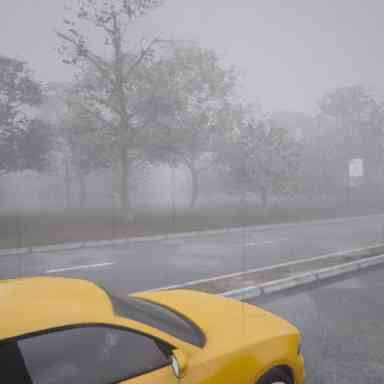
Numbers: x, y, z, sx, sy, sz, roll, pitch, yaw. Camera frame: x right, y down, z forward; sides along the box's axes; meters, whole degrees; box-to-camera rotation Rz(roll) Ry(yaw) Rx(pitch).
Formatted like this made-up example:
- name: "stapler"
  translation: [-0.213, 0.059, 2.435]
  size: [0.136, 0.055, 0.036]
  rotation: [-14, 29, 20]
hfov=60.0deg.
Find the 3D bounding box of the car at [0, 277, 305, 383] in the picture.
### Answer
- name: "car"
  translation: [-1.176, 1.475, 2.601]
  size: [5.008, 1.535, 1.882]
  rotation: [0, 0, -36]
